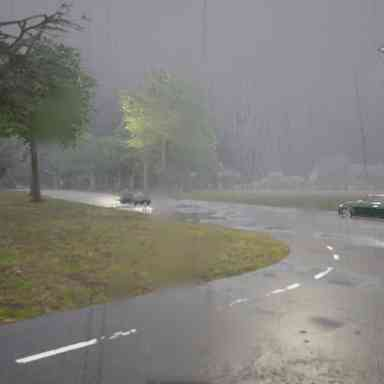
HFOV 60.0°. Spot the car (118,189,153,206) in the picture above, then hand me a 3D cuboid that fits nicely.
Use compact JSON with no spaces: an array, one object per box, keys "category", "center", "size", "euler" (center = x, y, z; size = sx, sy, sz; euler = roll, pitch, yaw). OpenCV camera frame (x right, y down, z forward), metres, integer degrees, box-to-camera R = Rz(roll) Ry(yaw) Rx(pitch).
[{"category":"car","center":[-6.293,0.735,36.499],"size":[2.033,1.411,5.357],"euler":[-2,3,-35]}]

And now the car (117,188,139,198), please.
[{"category":"car","center":[-10.528,0.128,54.563],"size":[1.994,1.385,4.181],"euler":[-2,2,-35]}]

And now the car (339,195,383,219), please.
[{"category":"car","center":[12.332,0.951,22.402],"size":[2.097,1.767,4.553],"euler":[-2,3,-35]}]
